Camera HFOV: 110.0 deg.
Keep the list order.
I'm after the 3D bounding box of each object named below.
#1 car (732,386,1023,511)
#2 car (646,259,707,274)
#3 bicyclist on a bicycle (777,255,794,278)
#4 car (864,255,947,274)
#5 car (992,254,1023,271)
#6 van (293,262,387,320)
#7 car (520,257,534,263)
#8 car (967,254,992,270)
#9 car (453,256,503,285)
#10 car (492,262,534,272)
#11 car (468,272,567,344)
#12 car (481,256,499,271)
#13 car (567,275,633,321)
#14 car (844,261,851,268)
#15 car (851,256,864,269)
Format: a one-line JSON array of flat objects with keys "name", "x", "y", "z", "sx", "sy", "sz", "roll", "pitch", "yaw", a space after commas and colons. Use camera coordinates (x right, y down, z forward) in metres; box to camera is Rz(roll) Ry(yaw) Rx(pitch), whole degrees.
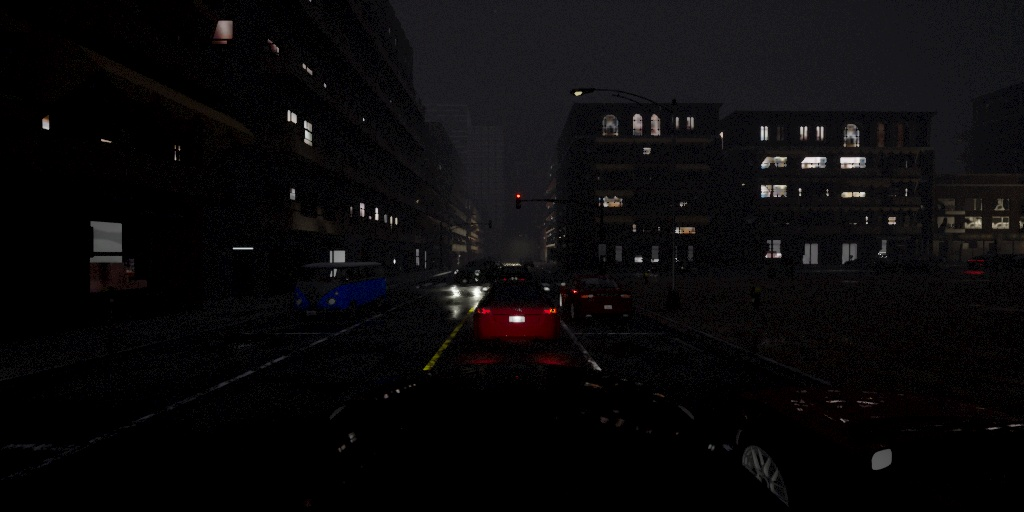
[{"name": "car", "x": 2.688, "y": 1.295, "z": 1.203, "sx": 1.888, "sy": 1.381, "sz": 4.507, "roll": 0, "pitch": 0, "yaw": 0}, {"name": "car", "x": 16.124, "y": 1.010, "z": 35.248, "sx": 5.357, "sy": 1.411, "sz": 2.033, "roll": -1, "pitch": 0, "yaw": -1}, {"name": "bicyclist on a bicycle", "x": 20.264, "y": 0.770, "z": 26.562, "sx": 0.582, "sy": 1.620, "sz": 1.656, "roll": -1, "pitch": 0, "yaw": -1}, {"name": "car", "x": 32.499, "y": 0.803, "z": 29.679, "sx": 4.403, "sy": 1.370, "sz": 2.007, "roll": 0, "pitch": 0, "yaw": -1}, {"name": "car", "x": 43.637, "y": 0.629, "z": 29.826, "sx": 4.403, "sy": 1.370, "sz": 2.007, "roll": 0, "pitch": 0, "yaw": -1}, {"name": "van", "x": -5.684, "y": 1.091, "z": 12.262, "sx": 1.690, "sy": 1.789, "sz": 3.998, "roll": 0, "pitch": 0, "yaw": 0}, {"name": "car", "x": 2.737, "y": 1.212, "z": 61.253, "sx": 1.967, "sy": 1.591, "sz": 4.097, "roll": 0, "pitch": 0, "yaw": 0}, {"name": "car", "x": 44.419, "y": 0.550, "z": 32.476, "sx": 4.892, "sy": 1.490, "sz": 1.837, "roll": -1, "pitch": 0, "yaw": 0}, {"name": "car", "x": -2.470, "y": 1.104, "z": 25.909, "sx": 2.097, "sy": 1.767, "sz": 4.553, "roll": 0, "pitch": 0, "yaw": 18}, {"name": "car", "x": 0.113, "y": 1.256, "z": 18.517, "sx": 1.837, "sy": 1.490, "sz": 4.892, "roll": 0, "pitch": 0, "yaw": 0}, {"name": "car", "x": 0.107, "y": 1.314, "z": 9.645, "sx": 1.994, "sy": 1.385, "sz": 4.181, "roll": 0, "pitch": 0, "yaw": 0}, {"name": "car", "x": -3.048, "y": 0.984, "z": 49.743, "sx": 2.150, "sy": 2.045, "sz": 5.566, "roll": 0, "pitch": 0, "yaw": 0}, {"name": "car", "x": 2.697, "y": 1.295, "z": 12.255, "sx": 1.888, "sy": 1.381, "sz": 4.507, "roll": 0, "pitch": 0, "yaw": 0}, {"name": "car", "x": 37.957, "y": 0.664, "z": 38.132, "sx": 4.313, "sy": 1.339, "sz": 1.948, "roll": 0, "pitch": 0, "yaw": -1}, {"name": "car", "x": 37.299, "y": 0.621, "z": 35.512, "sx": 4.902, "sy": 1.511, "sz": 2.128, "roll": -1, "pitch": 0, "yaw": -1}]
